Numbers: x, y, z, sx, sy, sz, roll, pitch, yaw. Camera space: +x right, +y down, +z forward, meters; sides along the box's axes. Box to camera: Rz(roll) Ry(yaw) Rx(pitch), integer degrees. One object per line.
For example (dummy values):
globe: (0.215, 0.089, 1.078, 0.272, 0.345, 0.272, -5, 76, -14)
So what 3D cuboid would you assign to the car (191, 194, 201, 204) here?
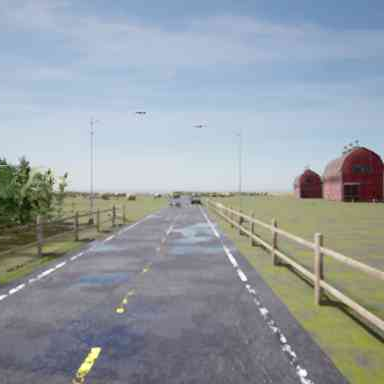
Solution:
car: (0.813, 1.535, 73.093, 2.150, 2.045, 5.566, 0, 0, 0)

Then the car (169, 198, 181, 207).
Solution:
car: (-2.813, 1.730, 55.123, 2.128, 1.511, 4.902, 0, 0, 1)

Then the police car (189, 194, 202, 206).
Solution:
police car: (0.815, 1.696, 63.173, 1.930, 1.638, 5.238, 0, 0, 0)
